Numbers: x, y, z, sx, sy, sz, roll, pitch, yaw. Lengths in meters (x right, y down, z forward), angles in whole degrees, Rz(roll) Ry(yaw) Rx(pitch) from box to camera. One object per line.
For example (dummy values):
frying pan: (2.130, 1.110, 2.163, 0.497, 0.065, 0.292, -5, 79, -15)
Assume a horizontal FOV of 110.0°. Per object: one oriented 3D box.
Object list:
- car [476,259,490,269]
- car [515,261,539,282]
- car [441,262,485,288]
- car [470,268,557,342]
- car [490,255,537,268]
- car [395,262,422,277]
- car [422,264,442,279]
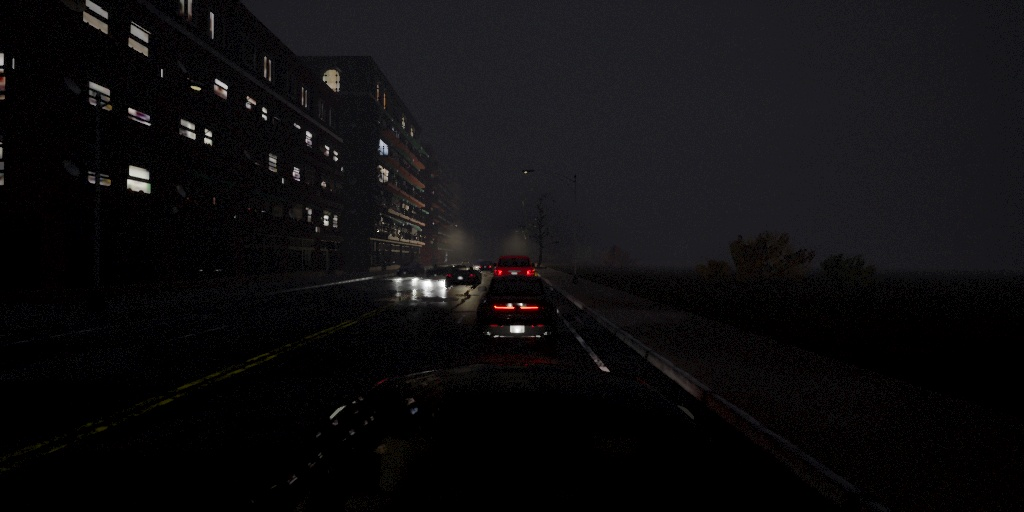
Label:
car: (-3.111, 1.299, 44.177, 2.033, 1.411, 5.357, 0, 0, 0)
car: (1.164, 1.209, 30.538, 1.801, 1.575, 5.366, 0, 0, 0)
car: (-3.130, 1.317, 23.720, 1.994, 1.385, 4.181, 0, 0, 0)
car: (0.109, 1.256, 9.784, 1.837, 1.490, 4.892, 0, 0, 0)
car: (0.117, 0.974, 20.131, 2.150, 2.045, 5.566, 0, 0, 0)
car: (-9.820, 1.279, 35.127, 1.812, 1.442, 4.674, 0, 0, 0)
car: (-6.571, 1.354, 33.009, 1.895, 1.301, 4.718, 0, 0, 0)
